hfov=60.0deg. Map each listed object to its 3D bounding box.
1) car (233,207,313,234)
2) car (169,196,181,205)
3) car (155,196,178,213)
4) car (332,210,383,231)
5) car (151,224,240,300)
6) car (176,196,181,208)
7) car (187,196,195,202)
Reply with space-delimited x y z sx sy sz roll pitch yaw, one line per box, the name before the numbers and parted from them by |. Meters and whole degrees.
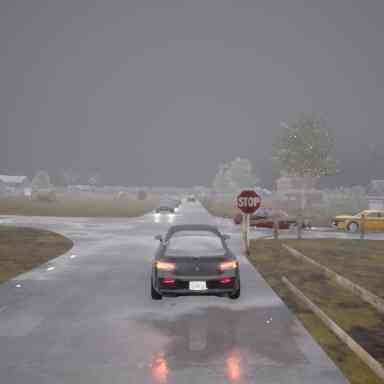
car | 5.203 1.734 21.671 5.008 1.535 1.882 2 1 25
car | -2.950 1.531 59.814 1.882 1.535 5.008 0 1 0
car | -2.926 1.529 37.183 1.837 1.490 4.892 0 0 0
car | 12.566 2.030 23.627 5.008 1.535 1.882 2 0 -2
car | 0.030 1.528 8.309 1.812 1.442 4.674 0 0 -2
car | -2.942 1.598 48.326 1.994 1.385 4.181 0 0 0
car | -0.163 1.563 78.508 1.882 1.535 5.008 0 0 0
